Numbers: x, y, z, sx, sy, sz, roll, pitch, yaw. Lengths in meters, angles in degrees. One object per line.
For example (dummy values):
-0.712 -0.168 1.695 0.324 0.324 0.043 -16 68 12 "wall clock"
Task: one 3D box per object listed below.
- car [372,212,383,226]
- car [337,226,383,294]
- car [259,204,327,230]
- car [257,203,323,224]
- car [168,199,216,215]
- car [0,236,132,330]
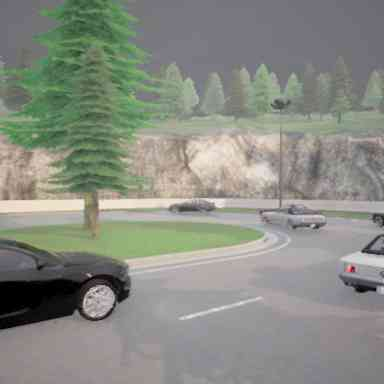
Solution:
13.349 1.620 20.417 1.895 1.301 4.718 0 0 -9 "car"
5.394 1.608 7.794 4.718 1.301 1.895 0 0 -40 "car"
6.230 1.610 21.074 1.895 1.301 4.718 0 0 -17 "car"
7.475 1.612 25.891 1.895 1.301 4.718 0 0 -36 "car"
-0.020 1.492 33.883 4.902 1.511 2.128 0 0 14 "car"
-3.449 1.473 5.550 5.008 1.535 1.882 0 0 -36 "car"
